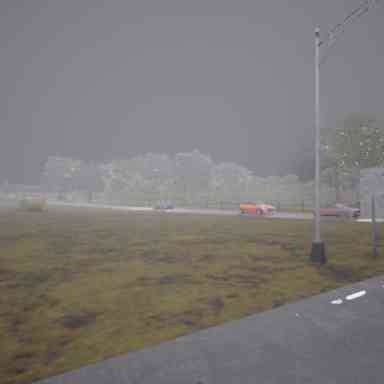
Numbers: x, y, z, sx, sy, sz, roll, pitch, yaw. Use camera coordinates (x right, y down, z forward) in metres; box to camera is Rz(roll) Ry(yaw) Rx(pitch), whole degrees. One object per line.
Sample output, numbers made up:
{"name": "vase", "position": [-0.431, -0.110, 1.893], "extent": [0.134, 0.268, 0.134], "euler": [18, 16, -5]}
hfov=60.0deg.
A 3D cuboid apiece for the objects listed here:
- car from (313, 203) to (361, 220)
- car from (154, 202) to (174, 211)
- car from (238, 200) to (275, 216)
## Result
{"name": "car", "position": [13.431, 1.759, 30.864], "extent": [1.994, 1.385, 4.181], "euler": [-1, -1, -35]}
{"name": "car", "position": [-4.824, 2.430, 56.859], "extent": [1.994, 1.385, 4.181], "euler": [-1, 0, -35]}
{"name": "car", "position": [7.579, 1.790, 39.154], "extent": [2.097, 1.767, 4.553], "euler": [-1, -1, -35]}
